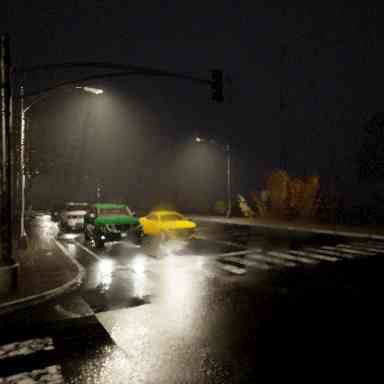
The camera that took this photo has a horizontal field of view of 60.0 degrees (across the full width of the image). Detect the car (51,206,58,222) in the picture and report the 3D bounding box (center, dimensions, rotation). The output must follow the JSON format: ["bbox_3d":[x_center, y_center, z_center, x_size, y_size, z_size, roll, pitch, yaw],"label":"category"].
[{"bbox_3d":[-13.870,2.228,35.727,2.097,1.767,4.553,-1,-1,-28],"label":"car"}]

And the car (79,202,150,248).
[{"bbox_3d":[-4.340,1.669,17.729,2.150,2.045,5.566,-1,-1,-26],"label":"car"}]

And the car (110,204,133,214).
[{"bbox_3d":[-11.071,2.615,51.678,2.033,1.411,5.357,-1,-1,-29],"label":"car"}]

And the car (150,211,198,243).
[{"bbox_3d":[-1.450,1.897,19.189,1.882,1.535,5.008,-1,-1,-28],"label":"car"}]

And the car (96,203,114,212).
[{"bbox_3d":[-15.973,2.785,60.952,2.128,1.511,4.902,-1,-1,-28],"label":"car"}]

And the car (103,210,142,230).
[{"bbox_3d":[-5.819,2.216,27.439,1.895,1.301,4.718,-1,-1,-28],"label":"car"}]

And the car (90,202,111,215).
[{"bbox_3d":[-13.884,2.444,50.051,2.097,1.767,4.553,-1,-1,-28],"label":"car"}]

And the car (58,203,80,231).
[{"bbox_3d":[-9.198,1.886,26.880,2.150,2.045,5.566,-1,-1,-27],"label":"car"}]

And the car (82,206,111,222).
[{"bbox_3d":[-10.511,2.319,36.324,2.128,1.511,4.902,-1,-1,-28],"label":"car"}]

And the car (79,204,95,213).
[{"bbox_3d":[-18.656,2.837,59.059,1.812,1.442,4.674,-1,-1,-28],"label":"car"}]
